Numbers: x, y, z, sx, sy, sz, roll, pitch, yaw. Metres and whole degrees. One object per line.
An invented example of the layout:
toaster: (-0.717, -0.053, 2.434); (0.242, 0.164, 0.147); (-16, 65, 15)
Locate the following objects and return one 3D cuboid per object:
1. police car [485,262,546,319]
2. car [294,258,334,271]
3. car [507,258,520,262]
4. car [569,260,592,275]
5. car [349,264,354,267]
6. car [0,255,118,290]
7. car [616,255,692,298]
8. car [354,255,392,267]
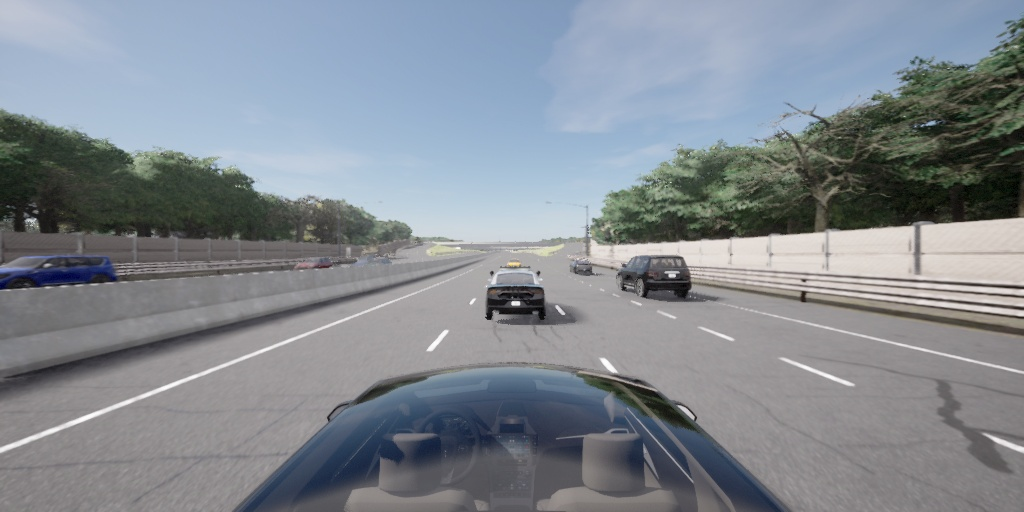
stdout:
police car: (0.116, 1.174, 13.014); (1.930, 1.638, 5.238); (0, 0, 0)
car: (-20.941, 0.983, 38.045); (2.097, 1.767, 4.553); (0, 1, 1)
car: (0.295, 0.993, 44.750); (1.801, 1.575, 5.366); (0, 1, 0)
car: (7.242, 1.126, 38.067); (2.128, 1.511, 4.902); (0, 1, 0)
car: (-17.415, 1.115, 42.706); (2.033, 1.411, 5.357); (0, 1, 1)
car: (-24.565, 0.965, 18.968); (2.150, 2.045, 5.566); (0, 0, 0)
car: (7.145, 0.971, 18.610); (2.150, 2.045, 5.566); (0, 0, 1)
car: (-13.953, 0.998, 36.937); (2.097, 1.767, 4.553); (0, 1, 1)
